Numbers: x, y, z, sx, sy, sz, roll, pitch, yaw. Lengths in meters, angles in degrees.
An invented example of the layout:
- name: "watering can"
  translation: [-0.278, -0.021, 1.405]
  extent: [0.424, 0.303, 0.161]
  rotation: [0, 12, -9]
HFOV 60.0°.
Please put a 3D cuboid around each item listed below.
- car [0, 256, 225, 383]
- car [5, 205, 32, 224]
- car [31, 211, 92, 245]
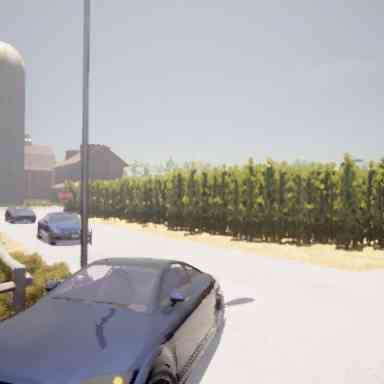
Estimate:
- name: "car"
  translation: [-0.860, 1.615, 4.445]
  extent: [1.994, 1.385, 4.181]
  rotation: [-1, -3, 17]
- name: "car"
  translation: [-14.526, 1.837, 28.084]
  extent: [2.033, 1.411, 5.357]
  rotation: [1, -1, -35]
- name: "car"
  translation: [-6.696, 1.770, 17.138]
  extent: [1.812, 1.442, 4.674]
  rotation: [1, -1, -35]
